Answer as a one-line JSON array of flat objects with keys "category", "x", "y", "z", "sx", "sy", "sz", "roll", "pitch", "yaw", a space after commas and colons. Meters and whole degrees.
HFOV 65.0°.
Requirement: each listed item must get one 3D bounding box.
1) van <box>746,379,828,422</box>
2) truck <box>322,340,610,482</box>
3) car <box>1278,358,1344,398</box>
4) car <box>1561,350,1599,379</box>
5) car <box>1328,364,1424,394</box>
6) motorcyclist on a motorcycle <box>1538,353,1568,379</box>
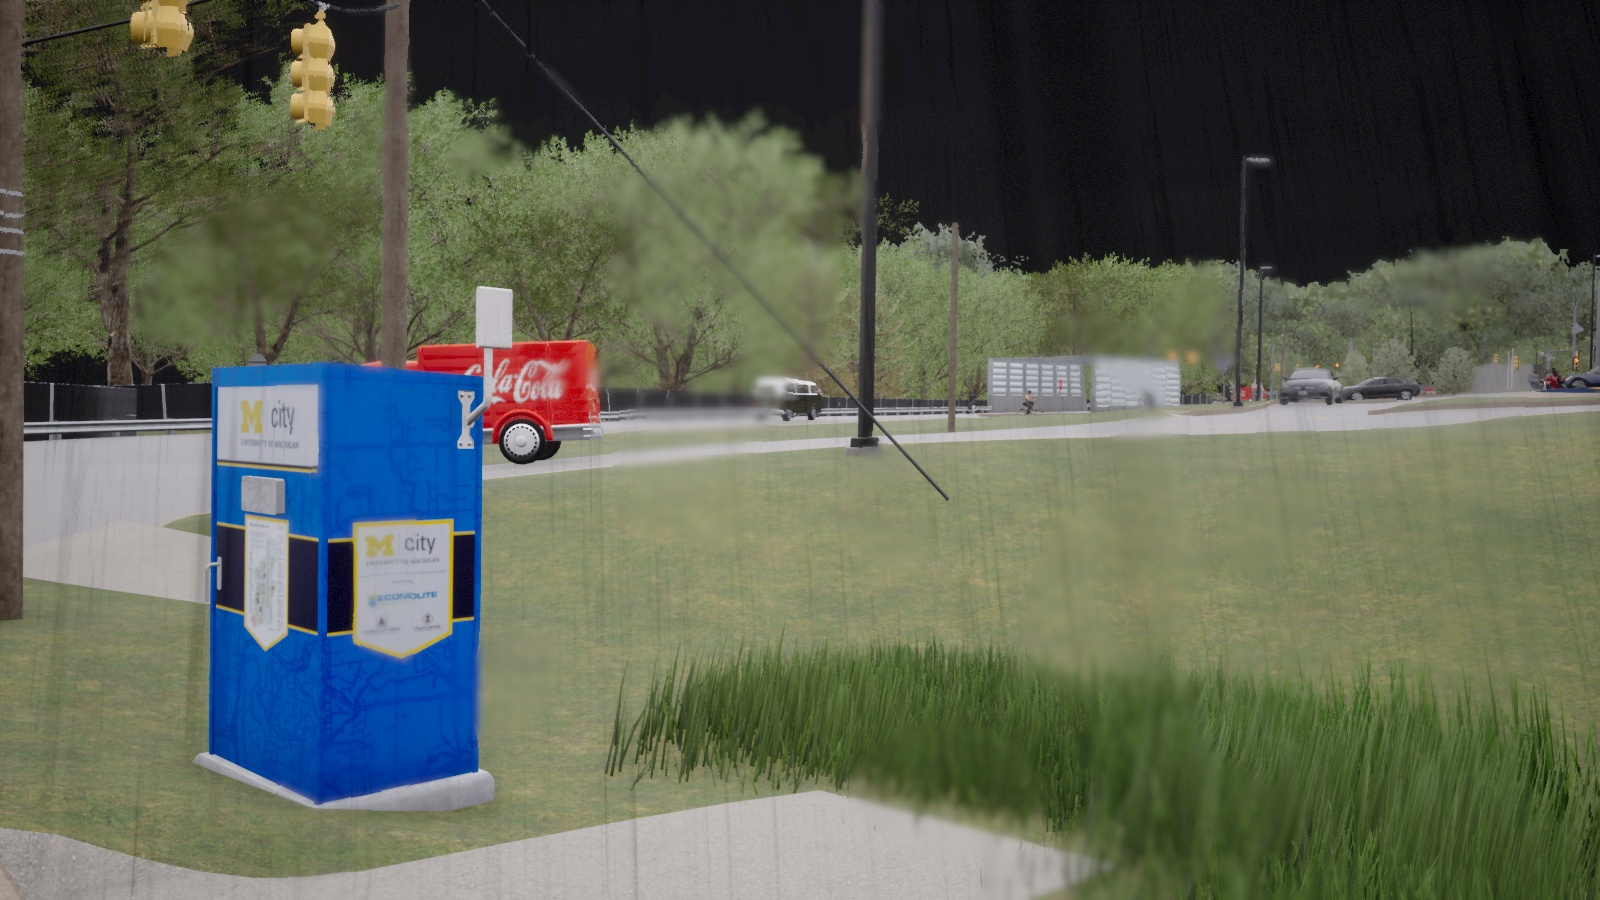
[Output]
[{"category": "van", "x": -0.605, "y": -2.444, "z": 61.936, "sx": 2.069, "sy": 2.038, "sz": 4.480, "roll": 1, "pitch": 3, "yaw": 29}, {"category": "truck", "x": -6.766, "y": -0.801, "z": 26.066, "sx": 5.204, "sy": 2.467, "sz": 2.627, "roll": -4, "pitch": 1, "yaw": -3}, {"category": "car", "x": 20.201, "y": -2.866, "z": 49.540, "sx": 1.812, "sy": 1.442, "sz": 4.674, "roll": 0, "pitch": 3, "yaw": 29}, {"category": "car", "x": 44.395, "y": -4.784, "z": 69.442, "sx": 3.806, "sy": 1.475, "sz": 1.970, "roll": -2, "pitch": 1, "yaw": 35}, {"category": "car", "x": 34.933, "y": -4.280, "z": 76.256, "sx": 4.892, "sy": 1.490, "sz": 1.837, "roll": -4, "pitch": 2, "yaw": 3}, {"category": "motorcyclist on a motorcycle", "x": 46.740, "y": -5.211, "z": 77.946, "sx": 2.044, "sy": 1.523, "sz": 0.797, "roll": -4, "pitch": 4, "yaw": -34}]
